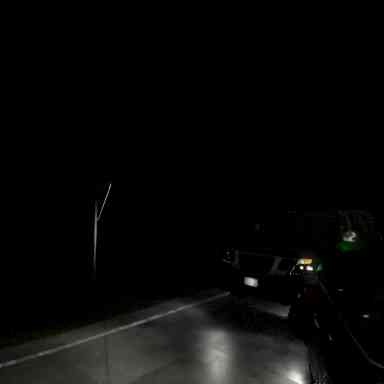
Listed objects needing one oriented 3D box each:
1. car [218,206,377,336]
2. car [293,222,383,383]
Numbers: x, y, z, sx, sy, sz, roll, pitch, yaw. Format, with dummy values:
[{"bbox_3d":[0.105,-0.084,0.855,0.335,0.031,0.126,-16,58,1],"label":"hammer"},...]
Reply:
[{"bbox_3d":[3.010,1.398,8.233,2.150,2.045,5.566,0,-1,43],"label":"car"},{"bbox_3d":[2.366,1.433,3.647,2.097,1.767,4.553,1,-1,14],"label":"car"}]
